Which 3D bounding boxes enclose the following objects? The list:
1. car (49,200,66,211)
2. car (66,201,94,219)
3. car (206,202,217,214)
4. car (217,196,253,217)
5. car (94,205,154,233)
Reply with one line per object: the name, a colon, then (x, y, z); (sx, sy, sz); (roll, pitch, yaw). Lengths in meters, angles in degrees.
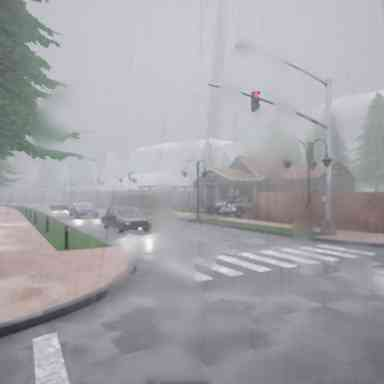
car: (-16.817, 1.664, 42.165); (1.994, 1.385, 4.181); (0, 0, -31)
car: (-9.952, 1.600, 30.445); (1.812, 1.442, 4.674); (0, 0, -30)
car: (3.366, 1.292, 32.471); (3.866, 1.878, 1.905); (0, 0, -30)
car: (4.958, 1.286, 30.487); (4.605, 1.855, 1.932); (0, 0, -30)
car: (-4.122, 1.599, 20.310); (2.033, 1.411, 5.357); (0, 0, -30)
